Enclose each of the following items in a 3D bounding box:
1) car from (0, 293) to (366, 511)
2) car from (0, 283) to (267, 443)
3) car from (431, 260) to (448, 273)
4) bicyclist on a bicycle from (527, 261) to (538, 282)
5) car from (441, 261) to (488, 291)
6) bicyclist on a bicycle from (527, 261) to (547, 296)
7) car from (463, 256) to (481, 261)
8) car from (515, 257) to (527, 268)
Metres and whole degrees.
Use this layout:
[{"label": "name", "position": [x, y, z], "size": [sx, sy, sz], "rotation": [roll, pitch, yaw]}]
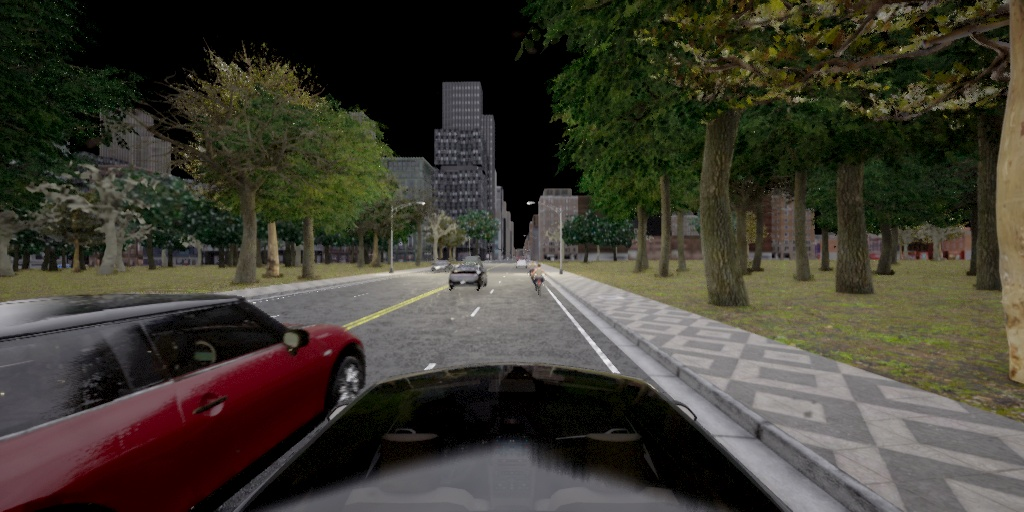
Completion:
[{"label": "car", "position": [-3.074, 1.100, 3.057], "size": [2.097, 1.767, 4.553], "rotation": [0, 0, 1]}, {"label": "car", "position": [-6.470, 1.296, 5.218], "size": [2.033, 1.411, 5.357], "rotation": [0, 0, 1]}, {"label": "car", "position": [-8.735, 1.271, 44.662], "size": [2.128, 1.511, 4.902], "rotation": [0, 0, 2]}, {"label": "bicyclist on a bicycle", "position": [1.622, 1.192, 28.457], "size": [0.866, 1.612, 1.509], "rotation": [0, 0, 1]}, {"label": "car", "position": [-2.603, 1.242, 21.925], "size": [2.128, 1.511, 4.902], "rotation": [0, 0, 1]}, {"label": "bicyclist on a bicycle", "position": [1.346, 1.186, 18.082], "size": [0.866, 1.612, 1.509], "rotation": [0, 0, 1]}, {"label": "car", "position": [-5.384, 1.009, 48.735], "size": [2.150, 2.045, 5.566], "rotation": [0, 0, 1]}, {"label": "car", "position": [1.645, 1.346, 62.035], "size": [1.812, 1.442, 4.674], "rotation": [0, 0, 1]}]
